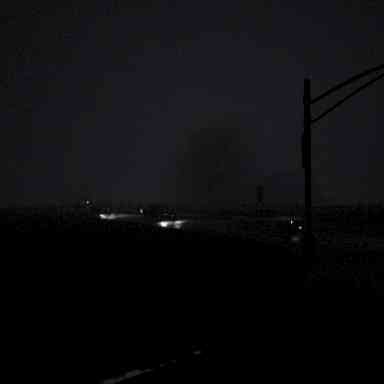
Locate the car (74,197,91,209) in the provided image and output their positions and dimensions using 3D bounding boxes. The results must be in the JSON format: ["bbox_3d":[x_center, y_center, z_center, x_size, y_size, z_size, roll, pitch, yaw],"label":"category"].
[{"bbox_3d":[-20.415,2.027,62.263,2.150,2.045,5.566,-1,0,-36],"label":"car"}]

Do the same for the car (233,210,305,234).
[{"bbox_3d":[4.885,1.805,21.005,1.895,1.301,4.718,-1,0,-39],"label":"car"}]

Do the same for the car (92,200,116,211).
[{"bbox_3d":[-14.357,2.152,53.826,2.128,1.511,4.902,-1,0,-35],"label":"car"}]

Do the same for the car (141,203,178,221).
[{"bbox_3d":[-3.219,1.895,31.962,1.837,1.490,4.892,-1,1,-37],"label":"car"}]

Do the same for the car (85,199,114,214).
[{"bbox_3d":[-12.027,2.096,44.275,2.128,1.511,4.902,-1,0,-35],"label":"car"}]
